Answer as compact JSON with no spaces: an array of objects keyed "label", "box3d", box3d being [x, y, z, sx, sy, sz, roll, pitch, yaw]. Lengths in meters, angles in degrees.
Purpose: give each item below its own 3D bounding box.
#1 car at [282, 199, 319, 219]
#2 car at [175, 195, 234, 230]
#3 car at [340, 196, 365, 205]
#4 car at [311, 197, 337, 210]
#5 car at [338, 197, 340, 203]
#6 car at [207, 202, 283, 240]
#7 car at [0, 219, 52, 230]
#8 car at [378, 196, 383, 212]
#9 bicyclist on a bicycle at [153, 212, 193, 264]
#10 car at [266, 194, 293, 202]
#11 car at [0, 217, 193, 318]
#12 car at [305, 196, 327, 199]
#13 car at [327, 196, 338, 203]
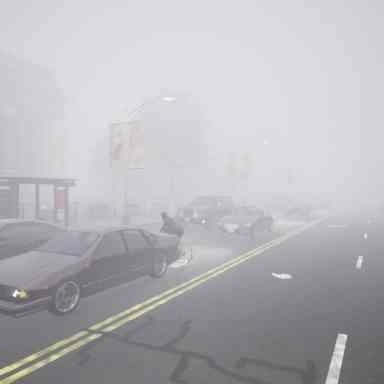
[{"label":"car","box3d":[9.706,1.601,29.555,1.895,1.301,4.718,0,0,29]},{"label":"car","box3d":[1.073,1.222,21.178,2.150,2.045,5.566,0,0,29]},{"label":"car","box3d":[27.619,1.601,56.750,4.718,1.301,1.895,0,0,-43]},{"label":"car","box3d":[16.906,1.600,42.417,1.895,1.301,4.718,0,0,30]},{"label":"car","box3d":[30.094,1.500,63.498,4.892,1.490,1.837,0,0,-37]},{"label":"car","box3d":[2.944,1.491,17.324,2.128,1.511,4.902,0,0,29]},{"label":"car","box3d":[-5.408,1.526,9.450,1.812,1.442,4.674,0,0,29]},{"label":"car","box3d":[22.542,1.525,37.940,1.812,1.442,4.674,0,0,29]},{"label":"bicyclist on a bicycle","box3d":[-0.712,1.455,10.511,1.656,1.620,0.582,-2,-1,29]},{"label":"car","box3d":[9.774,1.221,36.894,2.150,2.045,5.566,0,0,29]},{"label":"car","box3d":[-2.243,1.547,7.942,2.033,1.411,5.357,0,0,29]},{"label":"car","box3d":[18.884,1.352,51.947,2.097,1.767,4.553,0,0,37]},{"label":"car","box3d":[25.302,1.520,63.559,4.674,1.452,2.002,0,0,-41]}]
